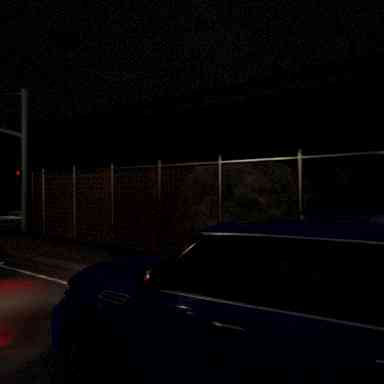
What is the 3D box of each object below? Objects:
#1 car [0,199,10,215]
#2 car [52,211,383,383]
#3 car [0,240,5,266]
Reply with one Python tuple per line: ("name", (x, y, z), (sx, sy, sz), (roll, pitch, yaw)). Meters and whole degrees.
("car", (-20.160, 1.407, 31.891), (2.097, 1.767, 4.553), (0, 0, 37))
("car", (0.953, 1.221, 3.310), (5.566, 2.045, 2.150), (0, 0, 35))
("car", (-7.061, 1.491, 9.027), (4.902, 1.511, 2.128), (0, 0, 33))
